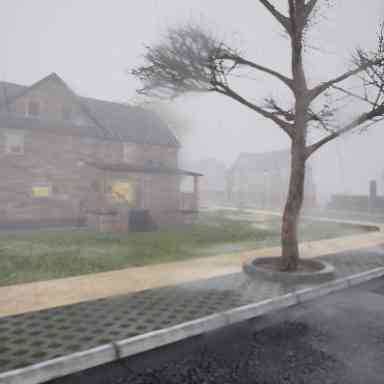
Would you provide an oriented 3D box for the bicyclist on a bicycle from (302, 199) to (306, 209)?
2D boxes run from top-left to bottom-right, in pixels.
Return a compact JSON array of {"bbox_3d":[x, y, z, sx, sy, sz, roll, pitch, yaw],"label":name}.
[{"bbox_3d":[11.701,1.022,35.682,1.656,1.620,0.582,1,1,-29],"label":"bicyclist on a bicycle"}]
